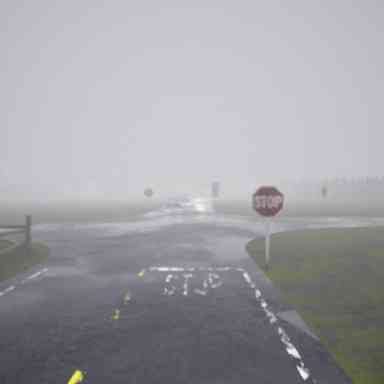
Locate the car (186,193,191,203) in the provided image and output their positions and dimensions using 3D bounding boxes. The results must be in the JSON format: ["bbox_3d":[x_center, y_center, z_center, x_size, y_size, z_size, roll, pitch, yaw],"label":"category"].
[{"bbox_3d":[-1.371,0.885,54.818,2.097,1.767,4.553,0,0,3],"label":"car"}]

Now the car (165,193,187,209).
[{"bbox_3d":[-2.057,1.220,40.200,2.033,1.411,5.357,0,1,3],"label":"car"}]
